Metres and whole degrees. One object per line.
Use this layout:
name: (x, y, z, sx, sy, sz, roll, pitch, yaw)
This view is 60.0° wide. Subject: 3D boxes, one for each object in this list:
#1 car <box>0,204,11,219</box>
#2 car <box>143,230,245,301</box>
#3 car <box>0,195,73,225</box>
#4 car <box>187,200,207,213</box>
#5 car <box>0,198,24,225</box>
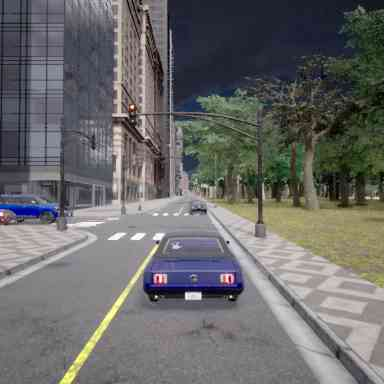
car: (-18.944, 1.727, 29.819, 4.313, 1.339, 1.947, 0, -1, 0)
car: (0.020, 1.607, 8.278, 1.895, 1.301, 4.718, 0, 0, 0)
car: (-11.393, 1.215, 23.662, 5.566, 2.045, 2.150, 0, -2, 6)
car: (0.507, 1.618, 37.321, 2.033, 1.411, 5.357, 0, 0, -5)
car: (-13.497, 1.372, 21.296, 4.097, 1.590, 1.967, 0, -2, -1)
